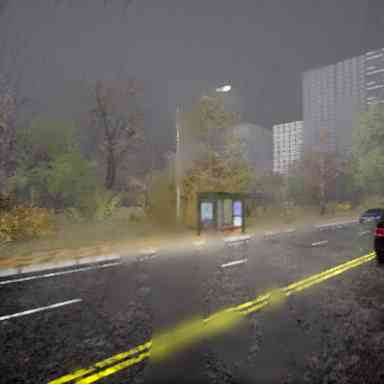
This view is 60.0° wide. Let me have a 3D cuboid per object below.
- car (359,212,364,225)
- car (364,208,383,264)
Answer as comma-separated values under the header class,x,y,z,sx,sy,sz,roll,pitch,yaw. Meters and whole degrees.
class,x,y,z,sx,sy,sz,roll,pitch,yaw
car,17.036,2.234,30.729,1.812,1.442,4.674,-2,-2,44
car,8.432,1.473,12.119,2.150,2.045,5.566,-2,-2,44
